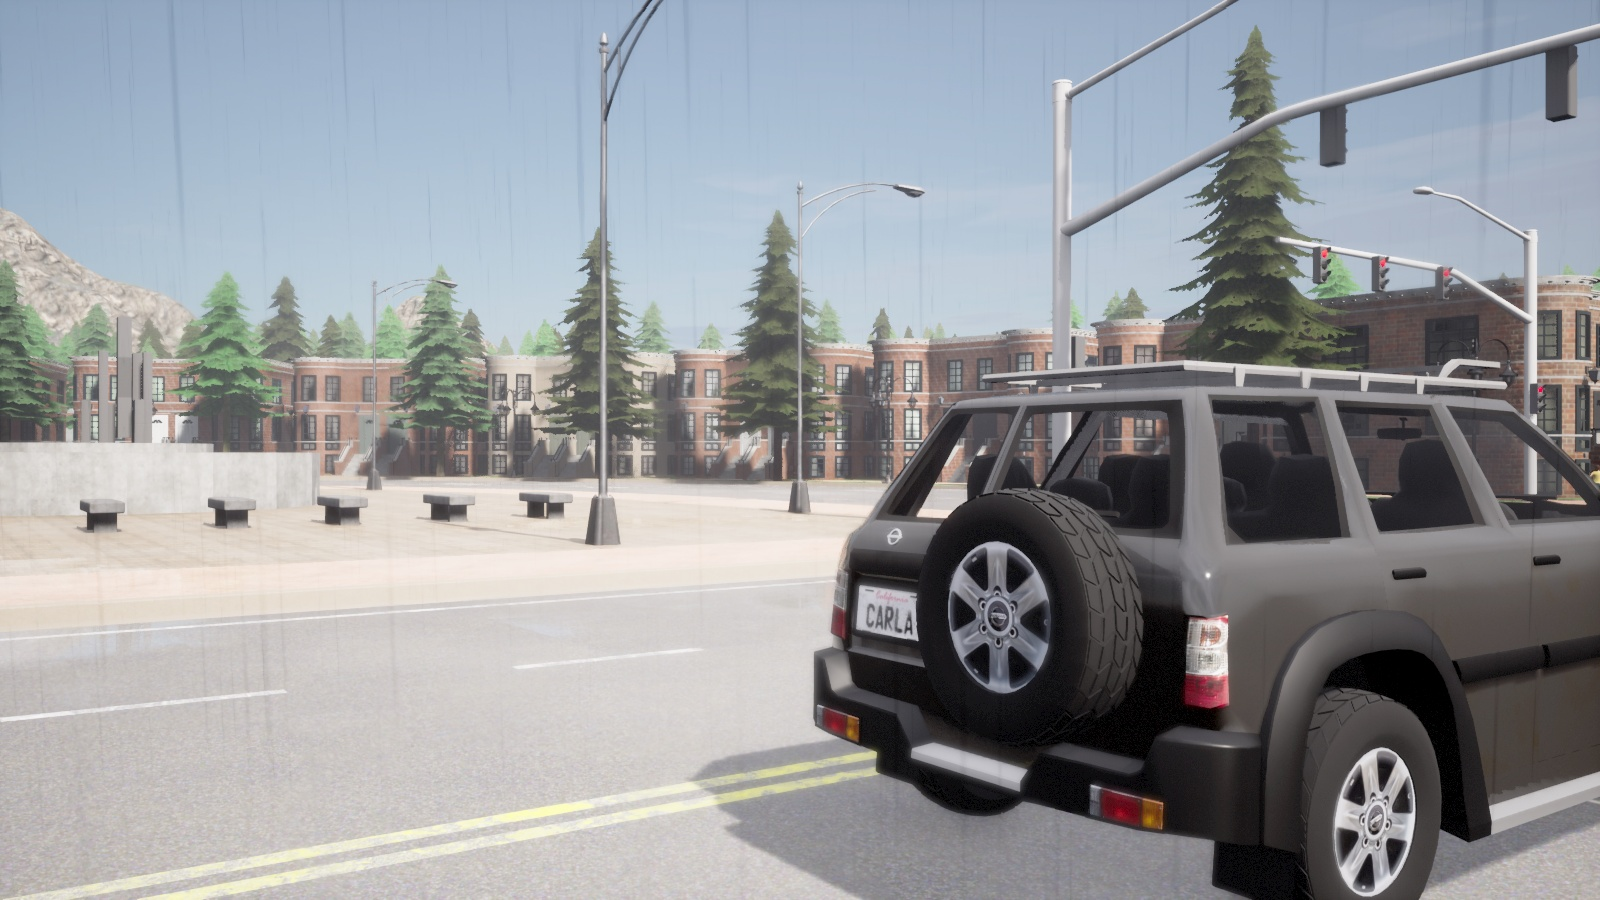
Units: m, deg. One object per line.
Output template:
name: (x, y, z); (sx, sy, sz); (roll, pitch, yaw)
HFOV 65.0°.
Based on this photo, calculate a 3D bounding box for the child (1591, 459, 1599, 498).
child: (22.974, 0.823, 36.152); (0.394, 1.110, 0.255); (0, 0, -44)

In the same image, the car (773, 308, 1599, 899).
car: (2.340, 0.569, 5.301); (4.605, 1.855, 1.932); (0, 0, -35)
